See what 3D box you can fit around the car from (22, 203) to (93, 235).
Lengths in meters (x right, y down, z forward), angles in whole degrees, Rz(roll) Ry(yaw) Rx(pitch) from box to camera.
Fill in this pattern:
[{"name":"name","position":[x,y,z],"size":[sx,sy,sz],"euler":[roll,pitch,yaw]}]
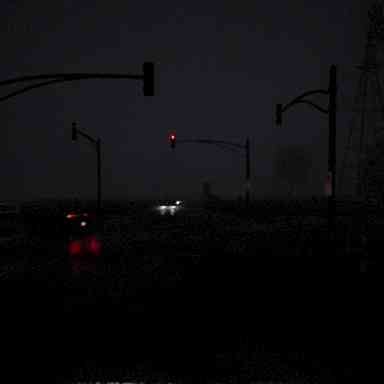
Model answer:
[{"name":"car","position":[-7.513,1.381,18.341],"size":[4.902,1.511,2.128],"euler":[0,2,36]}]

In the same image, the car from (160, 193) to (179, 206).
[{"name":"car","position":[-3.086,1.098,43.731],"size":[1.994,1.385,4.181],"euler":[0,1,0]}]
